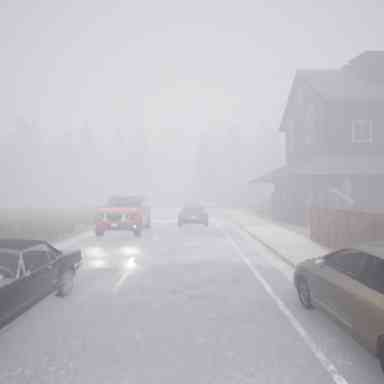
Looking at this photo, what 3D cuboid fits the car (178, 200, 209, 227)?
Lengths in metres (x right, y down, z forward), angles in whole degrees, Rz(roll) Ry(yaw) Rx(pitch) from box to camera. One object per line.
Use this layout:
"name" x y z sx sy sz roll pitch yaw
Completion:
"car" 0.083 1.469 22.169 1.994 1.385 4.181 0 0 0

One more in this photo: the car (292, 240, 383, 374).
"car" 2.973 1.433 5.086 1.816 1.474 4.193 -6 1 -2

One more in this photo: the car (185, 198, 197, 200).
"car" -0.167 1.413 36.765 2.033 1.411 5.357 0 -1 -6

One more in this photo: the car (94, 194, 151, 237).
"car" -3.534 1.145 17.957 2.150 2.045 5.566 0 0 1

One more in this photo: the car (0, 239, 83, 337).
"car" -3.547 1.576 5.700 1.895 1.301 4.718 0 0 0
